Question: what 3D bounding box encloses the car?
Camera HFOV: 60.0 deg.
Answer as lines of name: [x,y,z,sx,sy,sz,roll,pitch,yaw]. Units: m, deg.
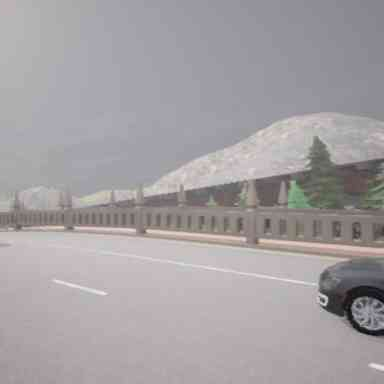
car: [4.499,1.519,5.072,4.892,1.490,1.837,0,0,36]
